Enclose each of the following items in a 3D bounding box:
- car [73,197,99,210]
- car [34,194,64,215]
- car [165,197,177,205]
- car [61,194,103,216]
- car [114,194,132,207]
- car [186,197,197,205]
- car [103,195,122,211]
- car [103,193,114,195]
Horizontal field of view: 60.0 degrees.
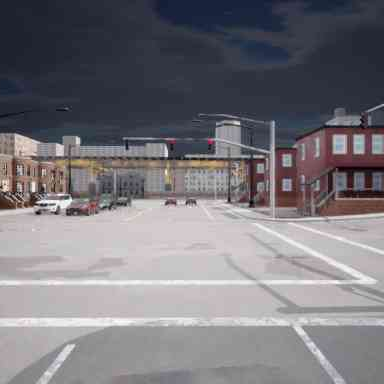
[{"bbox_3d":[-14.207,1.478,44.939,1.882,1.535,5.008,0,0,0],"label":"car"},{"bbox_3d":[-14.187,1.222,34.450,2.150,2.045,5.566,0,0,0],"label":"car"},{"bbox_3d":[-3.542,1.526,56.727,1.812,1.442,4.674,0,0,0],"label":"car"},{"bbox_3d":[-10.672,1.352,32.624,2.097,1.767,4.553,0,0,0],"label":"car"},{"bbox_3d":[-10.711,1.477,52.014,1.882,1.535,5.008,0,0,0],"label":"car"},{"bbox_3d":[-0.147,1.526,58.543,1.812,1.442,4.674,0,0,0],"label":"car"},{"bbox_3d":[-10.702,1.491,41.772,2.128,1.511,4.902,0,0,0],"label":"car"},{"bbox_3d":[-14.205,1.219,55.680,2.150,2.045,5.566,0,0,0],"label":"car"}]
